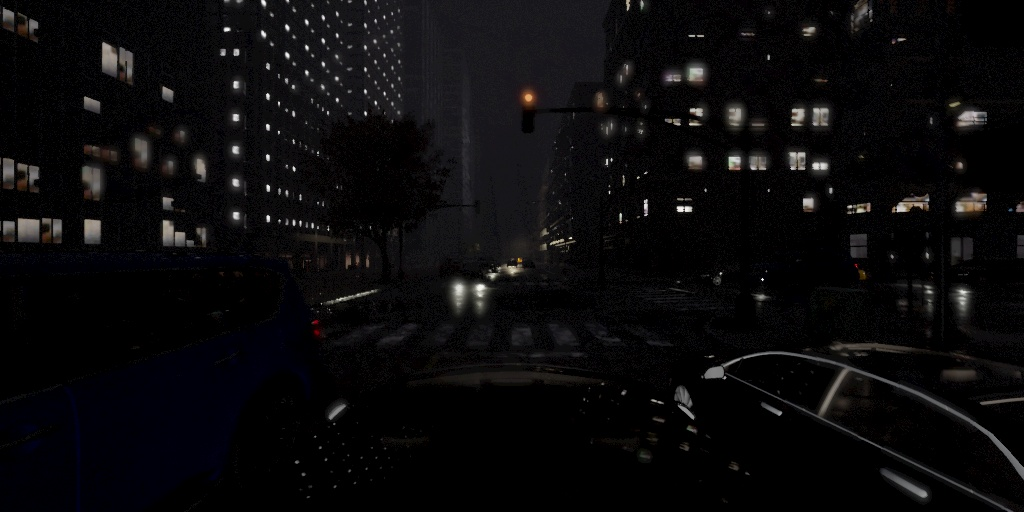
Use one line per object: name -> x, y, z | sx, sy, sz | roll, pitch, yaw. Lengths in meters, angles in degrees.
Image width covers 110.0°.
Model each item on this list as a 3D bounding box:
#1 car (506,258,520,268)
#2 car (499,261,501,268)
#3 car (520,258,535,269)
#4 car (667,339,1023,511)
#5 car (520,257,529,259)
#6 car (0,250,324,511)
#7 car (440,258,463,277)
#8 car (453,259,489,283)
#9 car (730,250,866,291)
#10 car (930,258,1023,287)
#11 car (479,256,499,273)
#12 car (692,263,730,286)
car -> 0.028, 1.285, 64.309 | 2.128, 1.511, 4.902 | 0, 0, 0
car -> -3.001, 1.319, 65.031 | 1.812, 1.442, 4.674 | 0, 0, 1
car -> 2.716, 1.350, 57.077 | 1.948, 1.339, 4.313 | 0, 0, 0
car -> 2.689, 1.300, 2.598 | 2.007, 1.370, 4.403 | 0, 0, 0
car -> 2.718, 1.316, 62.769 | 1.751, 1.417, 4.829 | 0, 0, 0
car -> -3.089, 0.973, 1.592 | 2.150, 2.045, 5.566 | 0, 0, 0
car -> -5.676, 1.079, 34.990 | 2.192, 1.841, 5.009 | 0, 0, 0
car -> -3.087, 1.237, 28.116 | 1.882, 1.535, 5.008 | 0, 0, 0
car -> 15.434, 0.740, 19.440 | 5.566, 2.045, 2.150 | -1, 0, -1
car -> 25.873, 0.879, 19.538 | 4.892, 1.490, 1.837 | -1, 0, -1
car -> -3.080, 0.992, 44.046 | 2.150, 2.045, 5.566 | 0, 0, 0
car -> 13.444, 1.096, 22.009 | 4.403, 1.370, 2.007 | 0, 0, -1
